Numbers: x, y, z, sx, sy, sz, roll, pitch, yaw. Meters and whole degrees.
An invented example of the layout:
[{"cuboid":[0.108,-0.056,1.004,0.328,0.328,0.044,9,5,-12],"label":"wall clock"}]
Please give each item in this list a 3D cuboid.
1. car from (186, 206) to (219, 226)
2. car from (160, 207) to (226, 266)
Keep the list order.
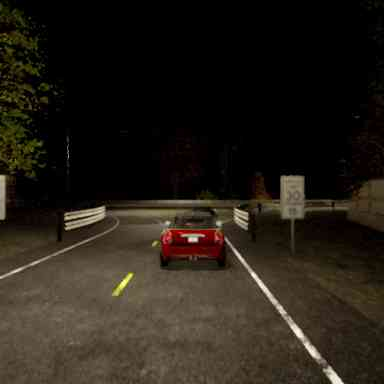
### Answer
[{"cuboid":[0.939,1.871,27.125,1.994,1.385,4.181,0,-1,11],"label":"car"},{"cuboid":[0.047,1.490,12.254,2.097,1.767,4.553,0,-1,0],"label":"car"}]
